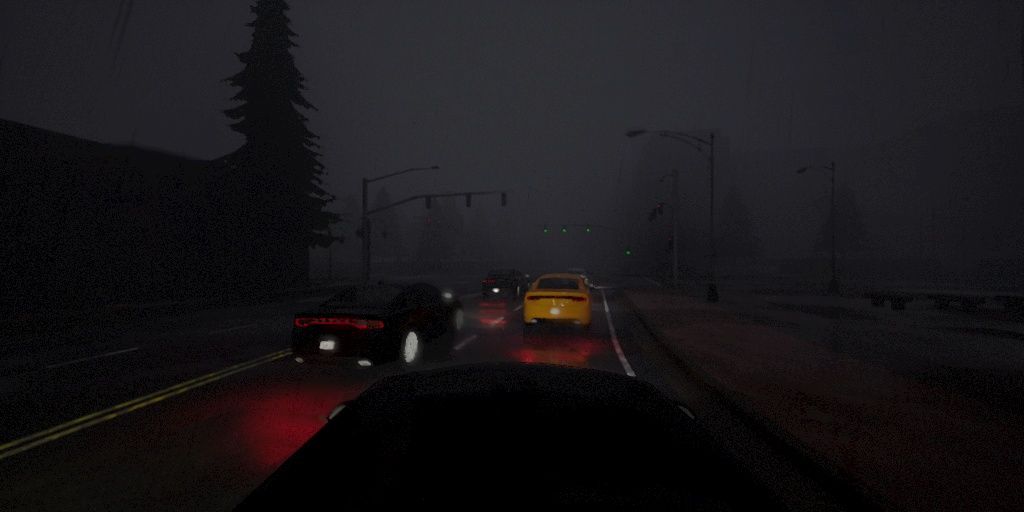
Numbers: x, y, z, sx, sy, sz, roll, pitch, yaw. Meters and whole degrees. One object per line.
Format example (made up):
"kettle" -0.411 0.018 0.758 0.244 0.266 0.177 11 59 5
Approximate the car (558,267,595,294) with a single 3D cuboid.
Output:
"car" 4.172 1.473 22.743 1.812 1.442 4.674 0 -1 16

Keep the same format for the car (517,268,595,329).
"car" 1.626 1.322 11.799 1.882 1.535 5.008 0 -1 12

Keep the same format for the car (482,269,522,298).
"car" -0.237 1.420 19.680 1.837 1.490 4.892 0 0 13

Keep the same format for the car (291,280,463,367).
"car" -2.568 1.284 8.168 1.882 1.535 5.008 0 0 9
